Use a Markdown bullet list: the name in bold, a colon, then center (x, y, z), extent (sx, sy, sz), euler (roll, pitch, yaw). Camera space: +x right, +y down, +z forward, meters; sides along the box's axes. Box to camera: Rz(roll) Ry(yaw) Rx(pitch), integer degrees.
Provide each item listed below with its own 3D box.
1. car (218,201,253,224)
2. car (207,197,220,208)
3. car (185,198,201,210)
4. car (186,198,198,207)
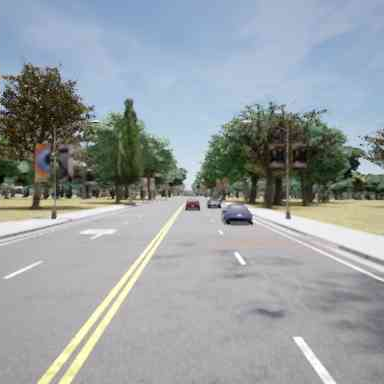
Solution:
- **car**: center (3.320, 1.593, 25.174), extent (1.994, 1.385, 4.181), euler (0, 0, 0)
- **car**: center (3.264, 1.533, 49.340), extent (2.033, 1.649, 4.856), euler (0, 0, 0)
- **car**: center (0.092, 1.557, 43.786), extent (1.882, 1.535, 5.008), euler (0, 0, 0)
- **car**: center (-0.009, 1.682, 56.255), extent (2.033, 1.411, 5.357), euler (0, 0, 0)
